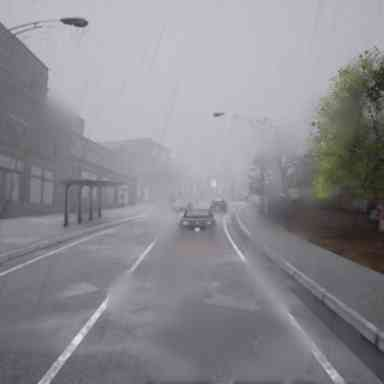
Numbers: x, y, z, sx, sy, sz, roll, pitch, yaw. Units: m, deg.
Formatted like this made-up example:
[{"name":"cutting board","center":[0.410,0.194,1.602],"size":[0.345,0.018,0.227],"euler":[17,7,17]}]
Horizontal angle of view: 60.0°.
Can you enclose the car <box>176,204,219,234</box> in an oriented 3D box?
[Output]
[{"name":"car","center":[0.400,1.623,19.255],"size":[1.895,1.301,4.718],"euler":[0,0,3]}]

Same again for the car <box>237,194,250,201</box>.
[{"name":"car","center":[11.924,1.306,76.960],"size":[2.128,1.511,4.902],"euler":[-3,-1,26]}]

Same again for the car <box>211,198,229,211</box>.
[{"name":"car","center":[3.453,1.514,41.789],"size":[1.837,1.490,4.892],"euler":[-1,0,12]}]

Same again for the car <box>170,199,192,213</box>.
[{"name":"car","center":[-1.111,1.587,37.722],"size":[1.837,1.490,4.892],"euler":[-1,0,10]}]
